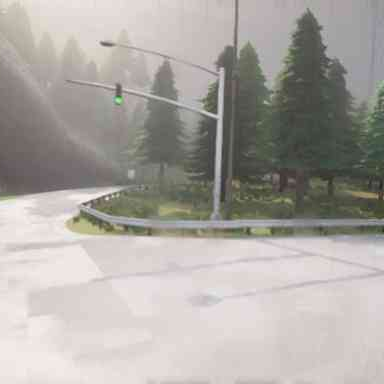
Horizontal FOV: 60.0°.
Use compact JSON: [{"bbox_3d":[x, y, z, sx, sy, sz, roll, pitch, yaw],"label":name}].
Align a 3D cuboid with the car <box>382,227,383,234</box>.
[{"bbox_3d":[11.385,1.596,16.114,4.674,1.442,1.812,2,0,-25],"label":"car"}]
